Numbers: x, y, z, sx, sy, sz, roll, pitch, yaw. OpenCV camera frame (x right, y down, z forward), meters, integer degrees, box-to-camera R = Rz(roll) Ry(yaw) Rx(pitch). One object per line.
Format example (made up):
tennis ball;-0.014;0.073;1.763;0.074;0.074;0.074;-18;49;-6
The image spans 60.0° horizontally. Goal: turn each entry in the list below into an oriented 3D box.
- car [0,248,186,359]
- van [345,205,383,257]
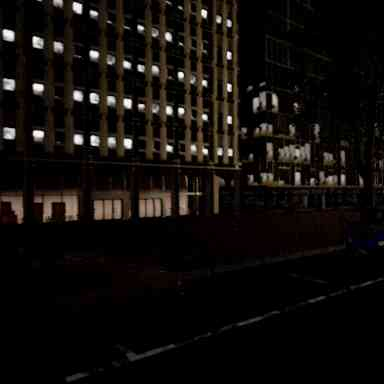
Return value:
car;-2.383;1.558;4.868;4.829;1.417;1.752;0;0;-36
van;6.976;1.332;11.562;3.998;1.788;1.690;0;0;-36
